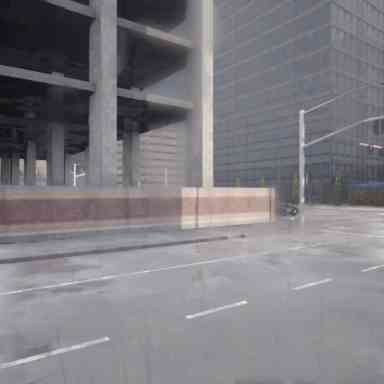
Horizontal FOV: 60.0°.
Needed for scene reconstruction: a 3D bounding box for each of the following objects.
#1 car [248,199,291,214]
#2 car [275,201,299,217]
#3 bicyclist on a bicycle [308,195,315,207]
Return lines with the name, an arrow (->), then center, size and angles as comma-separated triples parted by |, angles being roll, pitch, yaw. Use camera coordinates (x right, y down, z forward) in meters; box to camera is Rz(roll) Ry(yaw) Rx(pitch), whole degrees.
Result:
car -> 8.517, 1.524, 36.916 | 1.812, 1.442, 4.674 | 0, 0, -36
car -> 8.109, 1.562, 31.516 | 1.994, 1.385, 4.181 | 0, 0, -36
bicyclist on a bicycle -> 16.586, 1.299, 46.203 | 1.656, 1.620, 0.582 | 0, 0, -36
